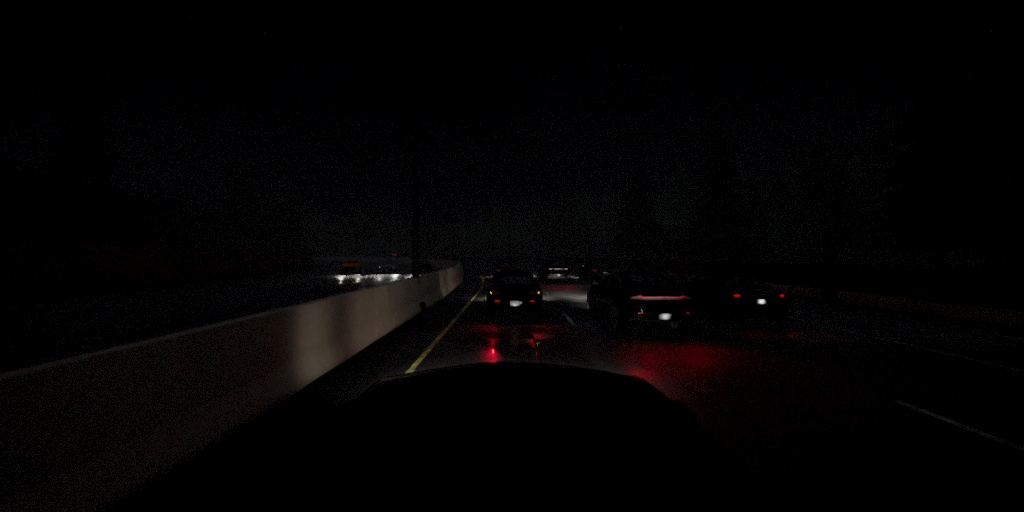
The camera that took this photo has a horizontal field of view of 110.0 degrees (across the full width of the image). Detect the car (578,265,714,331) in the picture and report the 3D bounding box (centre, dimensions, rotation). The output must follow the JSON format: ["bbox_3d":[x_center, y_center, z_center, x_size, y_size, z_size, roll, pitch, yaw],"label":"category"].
[{"bbox_3d":[3.582,1.189,10.783,2.128,1.511,4.902,0,0,0],"label":"car"}]

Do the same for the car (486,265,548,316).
[{"bbox_3d":[0.080,1.211,12.821,1.812,1.442,4.674,0,0,0],"label":"car"}]

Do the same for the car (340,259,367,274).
[{"bbox_3d":[-16.291,1.024,37.035,1.882,1.535,5.008,0,0,-13],"label":"car"}]

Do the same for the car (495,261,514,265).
[{"bbox_3d":[-0.568,1.123,28.094,1.812,1.442,4.674,0,0,-6],"label":"car"}]

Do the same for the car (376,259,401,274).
[{"bbox_3d":[-12.827,1.069,37.508,1.812,1.442,4.674,0,0,-13],"label":"car"}]

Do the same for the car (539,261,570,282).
[{"bbox_3d":[3.038,1.095,27.091,2.128,1.511,4.902,0,0,-5],"label":"car"}]

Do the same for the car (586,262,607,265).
[{"bbox_3d":[6.481,1.163,27.765,1.994,1.385,4.181,0,0,-5],"label":"car"}]

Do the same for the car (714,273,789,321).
[{"bbox_3d":[7.085,1.253,12.178,1.994,1.385,4.181,0,0,0],"label":"car"}]

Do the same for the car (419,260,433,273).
[{"bbox_3d":[-9.628,1.133,39.334,1.895,1.301,4.718,0,0,-13],"label":"car"}]
